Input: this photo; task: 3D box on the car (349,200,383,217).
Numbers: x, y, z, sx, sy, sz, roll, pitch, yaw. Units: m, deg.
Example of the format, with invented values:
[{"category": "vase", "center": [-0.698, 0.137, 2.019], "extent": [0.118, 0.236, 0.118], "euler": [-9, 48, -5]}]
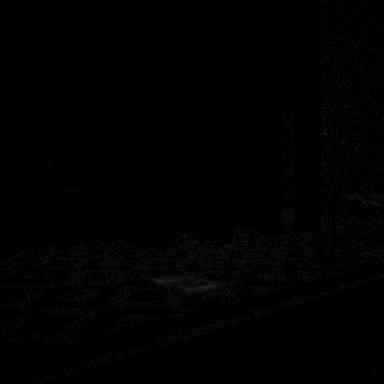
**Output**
[{"category": "car", "center": [14.856, 1.367, 28.326], "extent": [2.008, 1.369, 4.403], "euler": [1, 0, -36]}]

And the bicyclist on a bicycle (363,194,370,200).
[{"category": "bicyclist on a bicycle", "center": [20.878, 1.030, 39.656], "extent": [1.656, 1.620, 0.582], "euler": [0, 1, -36]}]

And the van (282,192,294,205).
[{"category": "van", "center": [12.289, 0.930, 46.600], "extent": [1.690, 1.788, 3.998], "euler": [1, 0, -36]}]
